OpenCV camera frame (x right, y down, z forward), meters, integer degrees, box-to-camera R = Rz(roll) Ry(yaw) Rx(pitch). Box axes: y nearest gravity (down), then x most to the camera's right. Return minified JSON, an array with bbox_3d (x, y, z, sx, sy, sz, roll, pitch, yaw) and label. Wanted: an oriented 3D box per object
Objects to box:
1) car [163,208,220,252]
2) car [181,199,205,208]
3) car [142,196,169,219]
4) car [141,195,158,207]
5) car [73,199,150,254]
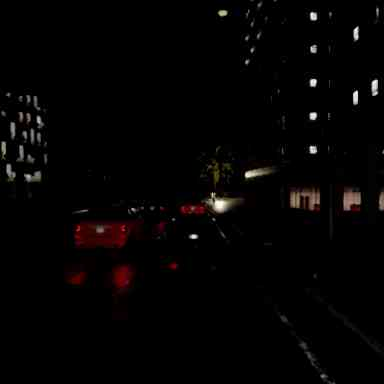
[{"bbox_3d":[0.073,1.568,13.864,1.994,1.385,4.181,0,0,0],"label":"car"},{"bbox_3d":[0.076,1.356,28.776,2.097,1.767,4.553,0,0,0],"label":"car"},{"bbox_3d":[-3.174,1.356,28.760,2.097,1.767,4.553,0,0,0],"label":"car"},{"bbox_3d":[-6.565,1.349,51.534,2.097,1.767,4.553,0,0,0],"label":"car"},{"bbox_3d":[-3.178,1.356,13.692,2.097,1.767,4.553,0,0,0],"label":"car"}]
